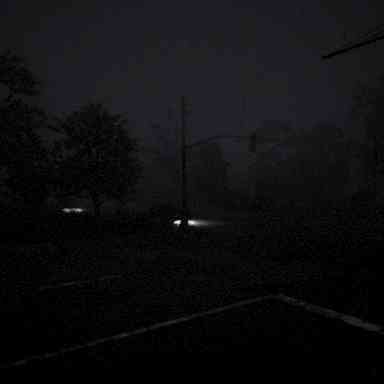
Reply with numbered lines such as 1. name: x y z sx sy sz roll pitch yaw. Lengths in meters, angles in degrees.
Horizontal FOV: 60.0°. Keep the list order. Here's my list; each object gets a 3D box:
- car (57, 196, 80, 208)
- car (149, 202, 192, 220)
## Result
1. car: -17.349 1.342 46.923 2.097 1.767 4.553 0 0 -39
2. car: -1.840 1.528 27.443 1.994 1.385 4.181 0 0 -37
